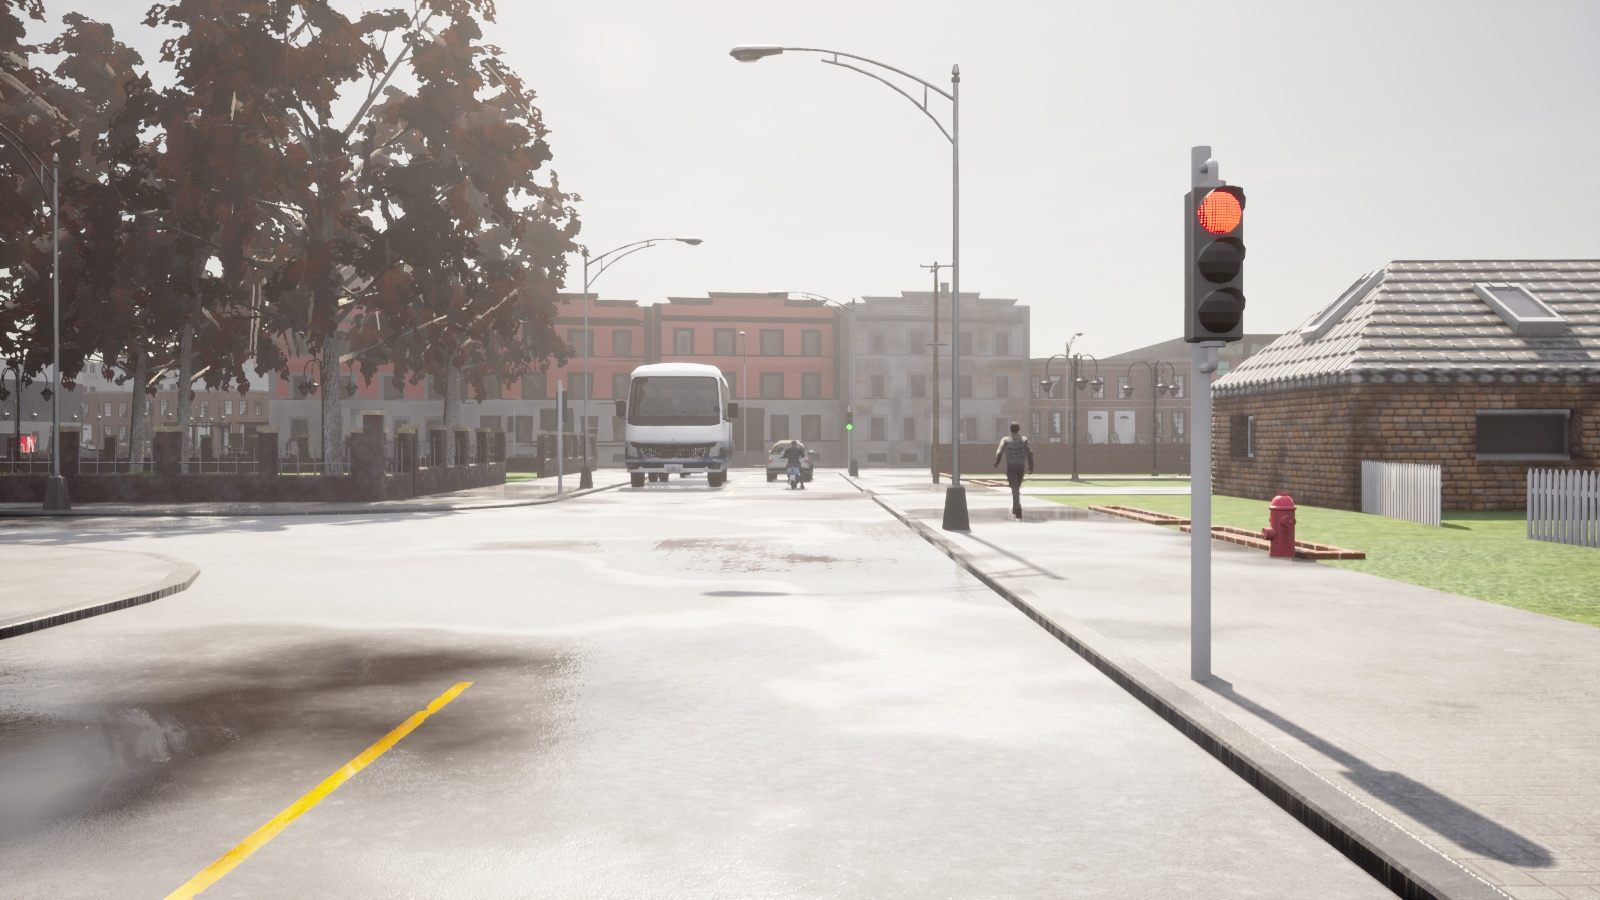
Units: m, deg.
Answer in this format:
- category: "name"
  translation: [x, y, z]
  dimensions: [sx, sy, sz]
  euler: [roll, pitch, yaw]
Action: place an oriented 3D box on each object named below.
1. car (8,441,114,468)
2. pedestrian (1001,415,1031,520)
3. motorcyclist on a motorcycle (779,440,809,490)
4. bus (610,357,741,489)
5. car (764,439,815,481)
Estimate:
- category: "car"
  translation: [-42.762, 0.258, 72.748]
  dimensions: [4.902, 1.511, 2.128]
  euler: [0, 0, 0]
- category: "pedestrian"
  translation: [4.049, 0.318, 23.599]
  dimensions: [0.423, 1.949, 0.788]
  euler: [0, 0, -1]
- category: "motorcyclist on a motorcycle"
  translation: [-0.194, 0.469, 40.875]
  dimensions: [0.866, 1.590, 1.817]
  euler: [0, 0, 3]
- category: "bus"
  translation: [-4.227, -0.889, 45.382]
  dimensions: [3.944, 4.253, 10.273]
  euler: [0, 0, -1]
- category: "car"
  translation: [-0.371, 0.362, 50.055]
  dimensions: [1.851, 1.617, 3.988]
  euler: [0, 0, 2]
